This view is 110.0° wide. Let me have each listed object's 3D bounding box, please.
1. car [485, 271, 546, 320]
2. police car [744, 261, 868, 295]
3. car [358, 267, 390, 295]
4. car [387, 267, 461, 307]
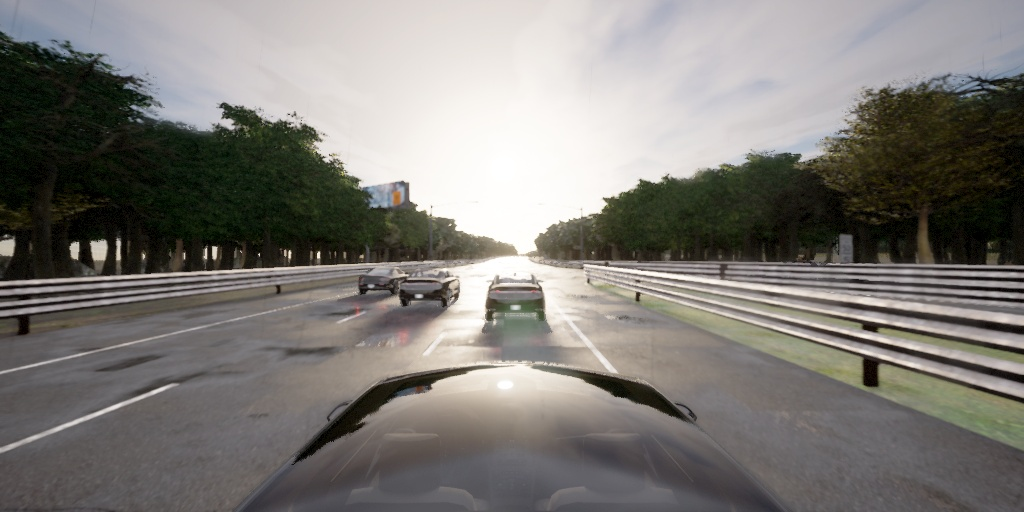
[{"bbox_3d":[0.105,1.254,12.604,2.128,1.511,4.902,0,0,0],"label":"car"},{"bbox_3d":[13.907,1.024,17.596,2.038,1.542,4.974,0,0,-14],"label":"police car"},{"bbox_3d":[-6.893,1.304,19.853,1.812,1.442,4.674,0,0,0],"label":"car"},{"bbox_3d":[-3.394,1.259,15.530,2.128,1.511,4.902,0,0,0],"label":"car"}]
